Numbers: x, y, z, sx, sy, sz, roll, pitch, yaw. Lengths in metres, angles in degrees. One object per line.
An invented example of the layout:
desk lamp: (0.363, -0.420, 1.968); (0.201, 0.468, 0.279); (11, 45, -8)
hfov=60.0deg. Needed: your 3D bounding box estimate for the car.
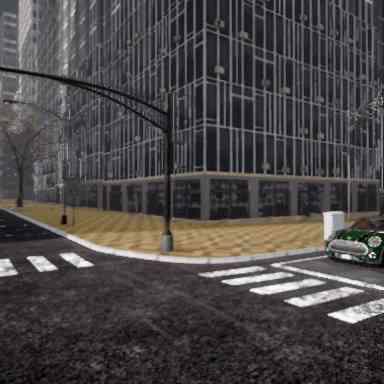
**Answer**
car: (7.209, 1.704, 12.827); (4.553, 1.767, 2.097); (1, -1, -34)
